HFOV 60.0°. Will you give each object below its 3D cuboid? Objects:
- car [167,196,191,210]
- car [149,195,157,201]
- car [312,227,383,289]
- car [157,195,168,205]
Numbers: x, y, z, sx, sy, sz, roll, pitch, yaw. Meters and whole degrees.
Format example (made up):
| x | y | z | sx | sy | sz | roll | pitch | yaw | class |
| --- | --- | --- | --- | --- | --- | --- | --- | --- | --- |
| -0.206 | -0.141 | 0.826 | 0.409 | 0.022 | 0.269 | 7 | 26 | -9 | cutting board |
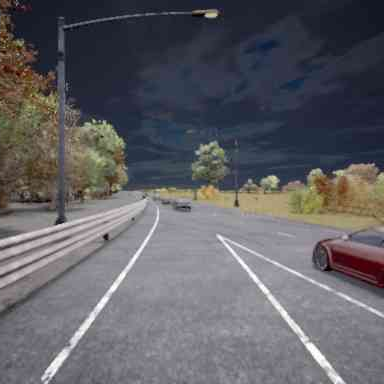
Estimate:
| x | y | z | sx | sy | sz | roll | pitch | yaw | class |
| --- | --- | --- | --- | --- | --- | --- | --- | --- | --- |
| -1.371 | 1.470 | 40.828 | 2.033 | 1.411 | 5.357 | 0 | 0 | -11 | car |
| -8.022 | 1.305 | 75.718 | 2.033 | 1.411 | 5.357 | 0 | 0 | -11 | car |
| 4.839 | 1.567 | 8.330 | 1.994 | 1.385 | 4.181 | 0 | 0 | -11 | car |
| -4.199 | 1.404 | 55.669 | 2.033 | 1.411 | 5.357 | 0 | 0 | -11 | car |
